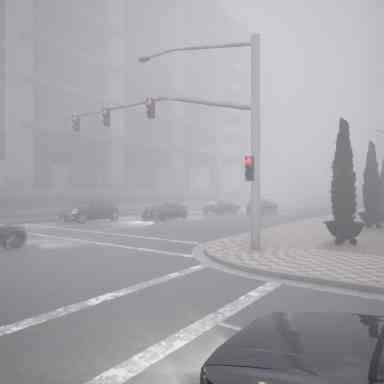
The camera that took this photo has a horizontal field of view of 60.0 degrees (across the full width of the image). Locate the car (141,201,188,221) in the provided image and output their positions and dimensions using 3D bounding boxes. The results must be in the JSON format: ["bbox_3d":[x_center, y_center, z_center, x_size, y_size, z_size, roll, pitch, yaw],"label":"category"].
[{"bbox_3d":[-2.165,1.564,26.993,1.994,1.385,4.181,0,0,36],"label":"car"}]

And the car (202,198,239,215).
[{"bbox_3d":[2.964,1.601,34.095,1.895,1.301,4.718,0,0,36],"label":"car"}]

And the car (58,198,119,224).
[{"bbox_3d":[-7.773,1.352,25.206,2.097,1.767,4.553,0,0,36],"label":"car"}]

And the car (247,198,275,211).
[{"bbox_3d":[8.804,1.526,42.167,1.812,1.442,4.674,0,0,36],"label":"car"}]

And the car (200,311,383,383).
[{"bbox_3d":[2.598,1.547,2.110,5.357,1.411,2.033,0,0,36],"label":"car"}]

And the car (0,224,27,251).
[{"bbox_3d":[-8.447,1.526,11.989,1.812,1.442,4.674,0,0,36],"label":"car"}]

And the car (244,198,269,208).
[{"bbox_3d":[9.638,1.601,49.262,1.895,1.301,4.718,0,0,36],"label":"car"}]

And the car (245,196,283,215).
[{"bbox_3d":[7.150,1.505,33.574,1.837,1.490,4.892,0,0,36],"label":"car"}]

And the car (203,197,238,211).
[{"bbox_3d":[3.594,1.478,40.942,1.882,1.535,5.008,0,0,36],"label":"car"}]

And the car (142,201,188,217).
[{"bbox_3d":[-2.518,1.601,32.484,1.895,1.301,4.718,0,0,36],"label":"car"}]
